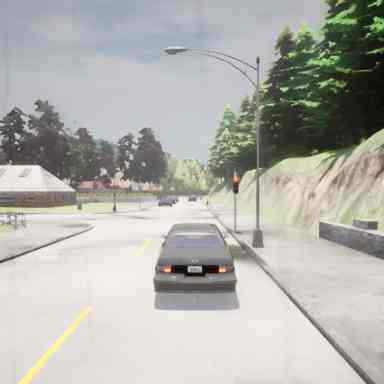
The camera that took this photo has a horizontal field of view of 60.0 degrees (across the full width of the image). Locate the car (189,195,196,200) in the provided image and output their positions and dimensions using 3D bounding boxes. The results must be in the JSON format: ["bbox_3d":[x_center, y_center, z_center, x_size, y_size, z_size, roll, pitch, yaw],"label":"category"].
[{"bbox_3d":[0.135,1.403,86.088,1.812,1.442,4.674,0,0,0],"label":"car"}]

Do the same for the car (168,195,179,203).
[{"bbox_3d":[-3.888,1.522,71.610,2.128,1.511,4.902,0,0,0],"label":"car"}]

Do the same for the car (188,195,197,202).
[{"bbox_3d":[0.119,1.512,75.728,2.128,1.511,4.902,0,0,0],"label":"car"}]

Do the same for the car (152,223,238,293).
[{"bbox_3d":[0.073,1.547,8.975,2.033,1.411,5.357,0,0,0],"label":"car"}]

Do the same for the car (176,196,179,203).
[{"bbox_3d":[-3.970,1.475,61.099,1.882,1.535,5.008,0,0,1],"label":"car"}]

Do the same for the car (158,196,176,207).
[{"bbox_3d":[-4.015,1.561,51.098,1.994,1.385,4.181,0,0,0],"label":"car"}]
